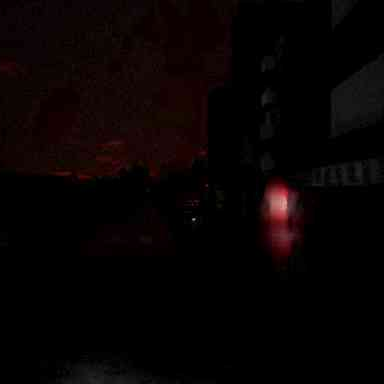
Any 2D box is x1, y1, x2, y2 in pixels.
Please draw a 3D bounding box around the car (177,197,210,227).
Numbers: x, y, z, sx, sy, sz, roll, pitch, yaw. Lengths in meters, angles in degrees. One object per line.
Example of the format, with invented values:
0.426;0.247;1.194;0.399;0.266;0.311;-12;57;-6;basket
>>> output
0.102;1.337;21.248;2.128;1.511;4.902;0;0;0;car
